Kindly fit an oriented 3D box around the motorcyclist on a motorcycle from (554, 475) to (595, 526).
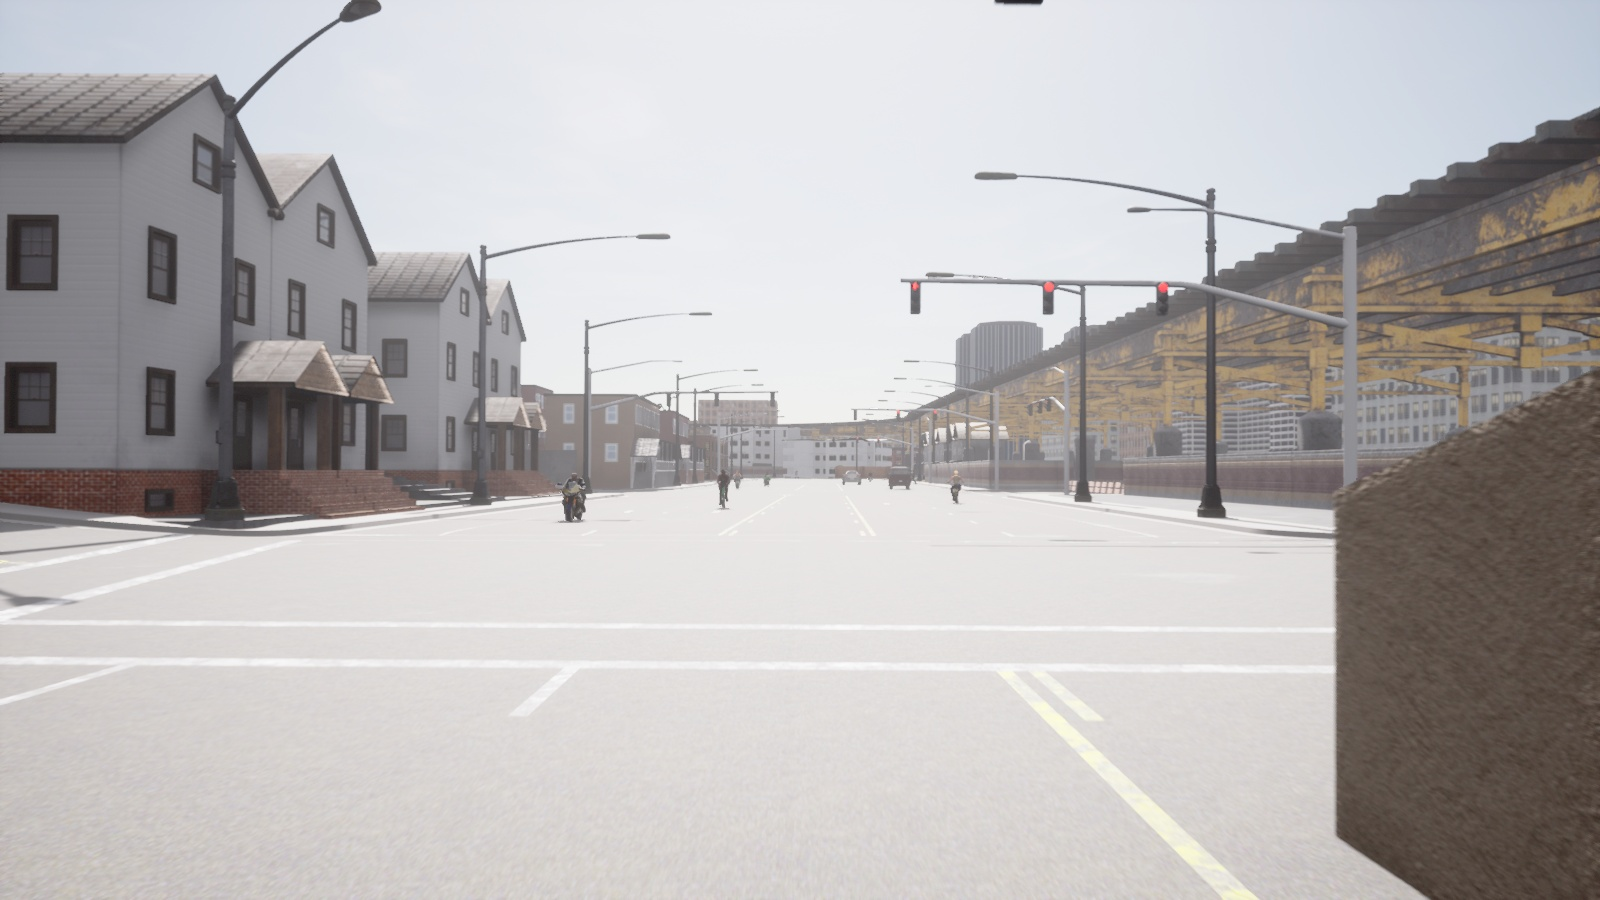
[{"bbox_3d":[-6.904,1.525,38.528,0.866,1.530,2.191,0,-1,0],"label":"motorcyclist on a motorcycle"}]
